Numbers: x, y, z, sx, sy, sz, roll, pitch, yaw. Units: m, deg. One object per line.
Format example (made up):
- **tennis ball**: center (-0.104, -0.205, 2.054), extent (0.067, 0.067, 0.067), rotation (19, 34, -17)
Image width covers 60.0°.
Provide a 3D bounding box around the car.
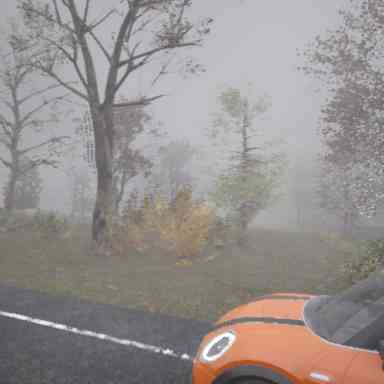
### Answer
- **car**: center (2.279, 1.565, 3.206), extent (4.553, 1.767, 2.097), rotation (1, -2, 24)
